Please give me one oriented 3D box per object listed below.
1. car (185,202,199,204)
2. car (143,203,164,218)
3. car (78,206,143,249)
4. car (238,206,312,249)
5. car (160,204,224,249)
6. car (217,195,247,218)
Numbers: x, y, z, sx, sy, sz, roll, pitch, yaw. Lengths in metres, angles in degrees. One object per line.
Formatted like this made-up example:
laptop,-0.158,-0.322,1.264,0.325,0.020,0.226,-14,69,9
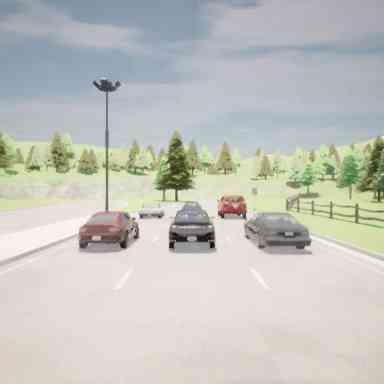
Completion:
car,0.000,1.570,29.495,1.994,1.385,4.181,0,0,0
car,-3.500,1.614,29.525,1.895,1.301,4.718,0,0,0
car,-3.500,1.530,14.495,1.812,1.442,4.674,0,0,0
car,3.500,1.560,14.494,2.033,1.411,5.357,0,0,0
car,0.000,1.492,14.495,2.128,1.511,4.902,0,0,0
car,3.500,1.255,29.525,2.150,2.045,5.566,0,0,0
